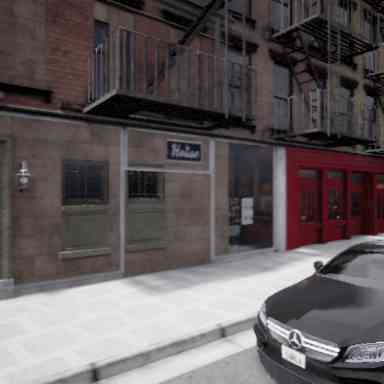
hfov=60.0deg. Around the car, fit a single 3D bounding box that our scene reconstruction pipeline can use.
[{"bbox_3d":[2.992,1.501,4.920,4.674,1.442,1.812,0,0,-35],"label":"car"}]
